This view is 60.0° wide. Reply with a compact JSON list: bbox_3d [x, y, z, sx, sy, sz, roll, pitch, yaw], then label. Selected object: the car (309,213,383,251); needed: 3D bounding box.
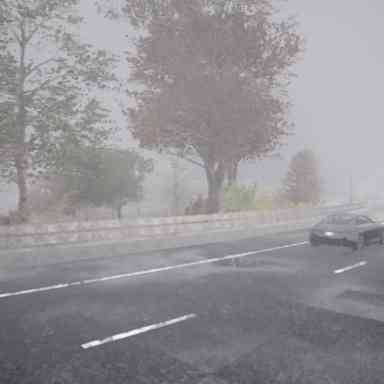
[{"bbox_3d":[6.803,1.595,14.355,4.181,1.385,1.994,0,0,-44],"label":"car"}]
